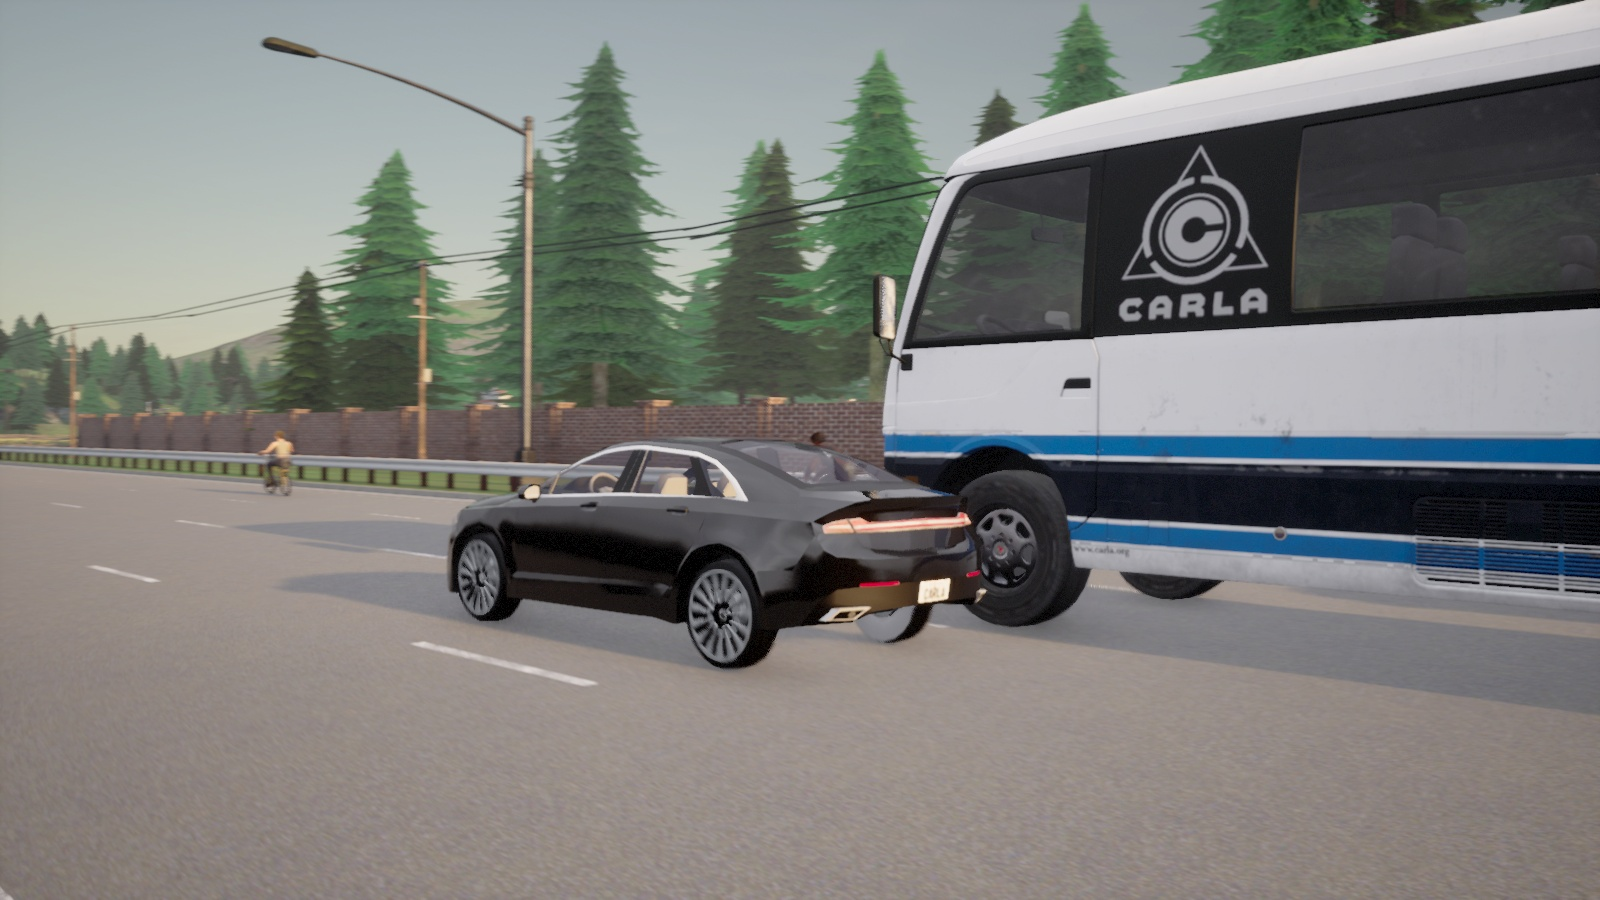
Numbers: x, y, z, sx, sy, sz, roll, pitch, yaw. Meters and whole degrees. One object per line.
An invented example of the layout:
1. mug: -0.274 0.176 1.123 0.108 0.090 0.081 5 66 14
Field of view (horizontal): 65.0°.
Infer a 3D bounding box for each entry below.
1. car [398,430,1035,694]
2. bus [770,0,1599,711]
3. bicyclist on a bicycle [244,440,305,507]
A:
1. car: -0.877 0.633 9.643 4.902 1.511 2.128 0 1 44
2. bus: 4.812 -0.741 8.994 10.273 4.253 3.944 0 1 44
3. bicyclist on a bicycle: -12.986 0.566 31.011 0.866 1.612 1.509 -1 1 -45
